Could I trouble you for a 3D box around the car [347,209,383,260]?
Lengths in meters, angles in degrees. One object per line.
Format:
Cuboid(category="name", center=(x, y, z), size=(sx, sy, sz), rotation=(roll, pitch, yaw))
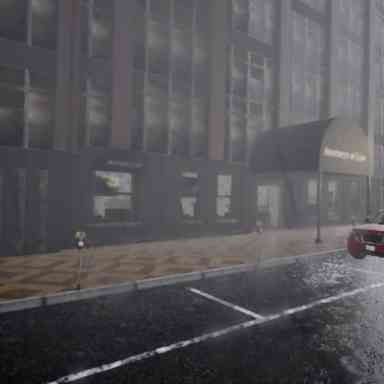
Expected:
Cuboid(category="car", center=(7.729, 1.499, 12.047), size=(5.009, 1.841, 2.192), rotation=(1, 0, -35))
